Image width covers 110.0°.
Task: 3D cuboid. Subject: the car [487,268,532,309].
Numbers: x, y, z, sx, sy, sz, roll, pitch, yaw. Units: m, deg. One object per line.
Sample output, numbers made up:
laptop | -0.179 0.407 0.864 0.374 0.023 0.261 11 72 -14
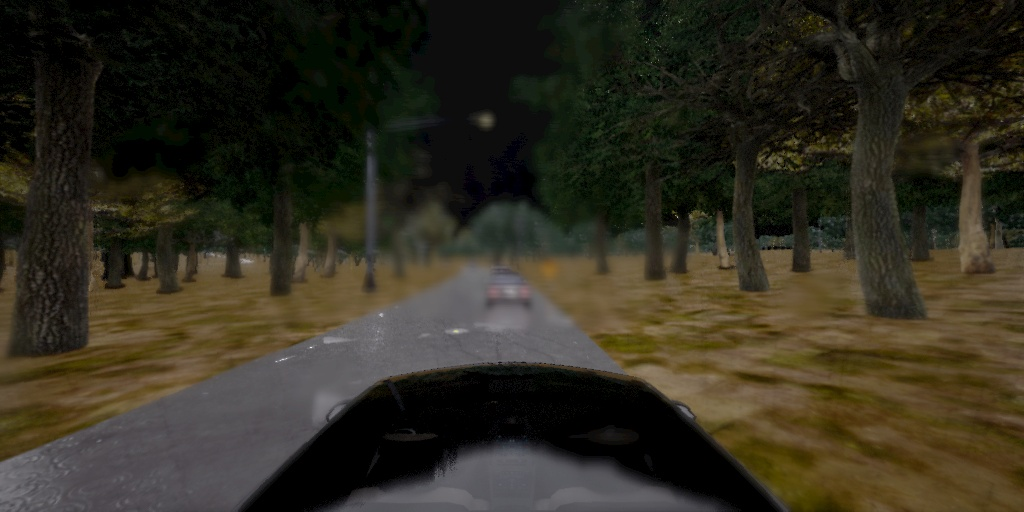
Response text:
car | -0.160 1.442 15.934 2.033 1.411 5.357 0 -1 -1

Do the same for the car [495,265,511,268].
car | -0.789 1.546 31.271 2.128 1.511 4.902 0 -1 -3

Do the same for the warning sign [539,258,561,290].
warning sign | 2.316 1.069 21.502 1.300 1.860 1.060 0 0 -2
